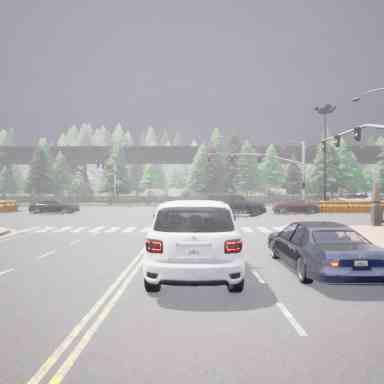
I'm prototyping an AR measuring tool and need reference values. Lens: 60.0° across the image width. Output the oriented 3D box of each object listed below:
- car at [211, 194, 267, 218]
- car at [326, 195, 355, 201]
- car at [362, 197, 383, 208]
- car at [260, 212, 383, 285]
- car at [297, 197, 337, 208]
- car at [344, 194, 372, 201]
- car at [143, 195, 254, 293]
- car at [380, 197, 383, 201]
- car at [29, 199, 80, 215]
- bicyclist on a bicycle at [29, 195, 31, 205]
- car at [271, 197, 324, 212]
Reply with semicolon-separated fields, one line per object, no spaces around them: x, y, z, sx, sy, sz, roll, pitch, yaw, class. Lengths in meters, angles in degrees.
3.884;1.221;30.107;5.566;2.045;2.150;0;0;0;car
16.677;1.491;40.734;4.902;1.511;2.128;0;0;0;car
27.327;1.505;47.680;4.892;1.490;1.837;0;0;0;car
3.577;1.547;9.506;2.033;1.411;5.357;0;0;0;car
17.834;1.477;47.728;5.008;1.535;1.882;0;0;0;car
21.120;1.221;44.210;5.566;2.045;2.150;0;0;0;car
0.068;1.221;9.018;2.150;2.045;5.566;0;0;1;car
26.180;1.477;40.687;5.008;1.535;1.882;0;0;0;car
-13.894;1.505;33.708;4.892;1.490;1.837;0;0;0;car
-27.009;1.300;55.766;0.582;1.620;1.656;0;0;0;bicyclist on a bicycle
10.451;1.351;33.569;4.553;1.767;2.097;0;0;0;car
